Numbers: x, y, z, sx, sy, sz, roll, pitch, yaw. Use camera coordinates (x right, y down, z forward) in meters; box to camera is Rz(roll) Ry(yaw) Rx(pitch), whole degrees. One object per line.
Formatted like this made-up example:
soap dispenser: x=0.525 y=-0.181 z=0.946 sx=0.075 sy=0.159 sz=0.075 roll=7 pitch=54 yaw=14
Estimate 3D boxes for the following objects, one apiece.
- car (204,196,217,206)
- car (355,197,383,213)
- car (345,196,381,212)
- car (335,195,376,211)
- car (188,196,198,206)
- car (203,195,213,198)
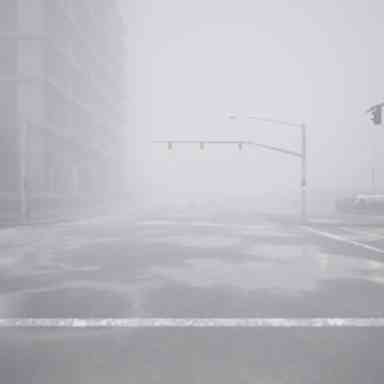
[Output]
car: x=3.636 y=1.967 z=63.386 sx=1.812 sy=1.442 sz=4.674 roll=0 pitch=0 yaw=0
car: x=25.307 y=1.771 z=46.170 sx=3.806 sy=1.475 sz=1.970 roll=0 pitch=0 yaw=1
car: x=25.348 y=1.759 z=49.065 sx=3.905 sy=1.438 sz=1.784 roll=0 pitch=0 yaw=1
car: x=25.336 y=1.567 z=51.750 sx=4.605 sy=1.855 sz=1.932 roll=0 pitch=0 yaw=1
car: x=0.133 y=1.986 z=62.994 sx=2.033 sy=1.411 sz=5.357 roll=0 pitch=0 yaw=0
car: x=3.708 y=1.598 z=73.423 sx=2.150 sy=2.045 sz=5.566 roll=0 pitch=0 yaw=0
